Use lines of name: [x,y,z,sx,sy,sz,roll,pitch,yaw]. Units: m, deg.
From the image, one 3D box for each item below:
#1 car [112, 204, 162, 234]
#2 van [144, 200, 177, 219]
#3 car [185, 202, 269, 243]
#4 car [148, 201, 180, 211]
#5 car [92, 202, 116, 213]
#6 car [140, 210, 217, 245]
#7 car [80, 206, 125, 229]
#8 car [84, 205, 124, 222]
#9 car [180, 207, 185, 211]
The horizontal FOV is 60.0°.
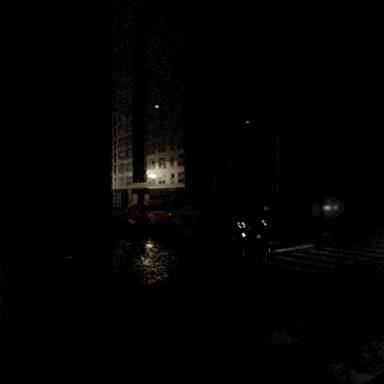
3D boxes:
car: [-3.994,1.777,21.683,1.967,1.590,4.097,-1,0,-36]
van: [-3.465,1.827,35.596,1.690,1.788,3.998,-1,0,-36]
car: [1.941,1.611,17.949,2.097,1.767,4.553,0,-1,-35]
car: [-3.236,1.723,25.220,2.097,1.767,4.553,0,-1,-36]
car: [-13.068,2.254,49.028,2.008,1.369,4.403,-1,0,-36]
car: [-0.790,1.850,17.205,1.802,1.307,4.206,-1,0,-36]
car: [-7.095,1.930,26.021,1.752,1.417,4.829,-1,0,-36]
car: [-8.777,2.040,32.977,2.033,1.411,5.357,0,-1,-36]
car: [-0.359,1.943,31.257,1.752,1.417,4.829,-1,0,-36]
